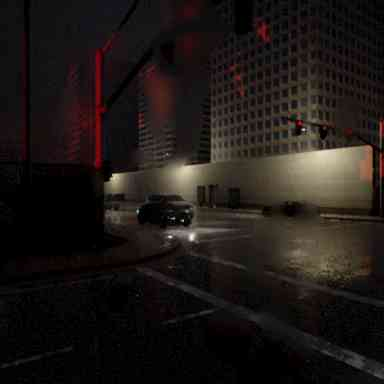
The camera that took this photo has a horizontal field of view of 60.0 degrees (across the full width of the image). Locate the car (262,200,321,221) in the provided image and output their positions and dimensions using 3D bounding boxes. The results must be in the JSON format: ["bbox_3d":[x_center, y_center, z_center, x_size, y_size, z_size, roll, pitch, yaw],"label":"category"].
[{"bbox_3d":[7.763,1.409,26.535,2.128,1.511,4.902,0,0,-37],"label":"car"}]

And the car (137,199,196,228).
[{"bbox_3d":[-1.914,1.436,21.568,1.837,1.490,4.892,0,0,-35],"label":"car"}]

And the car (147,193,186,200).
[{"bbox_3d":[-1.979,1.149,27.727,2.150,2.045,5.566,0,0,-35],"label":"car"}]

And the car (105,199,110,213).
[{"bbox_3d":[-10.136,1.457,33.145,1.812,1.442,4.674,0,0,-35],"label":"car"}]

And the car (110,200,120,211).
[{"bbox_3d":[-10.194,1.527,39.262,1.895,1.301,4.718,0,0,-35],"label":"car"}]
